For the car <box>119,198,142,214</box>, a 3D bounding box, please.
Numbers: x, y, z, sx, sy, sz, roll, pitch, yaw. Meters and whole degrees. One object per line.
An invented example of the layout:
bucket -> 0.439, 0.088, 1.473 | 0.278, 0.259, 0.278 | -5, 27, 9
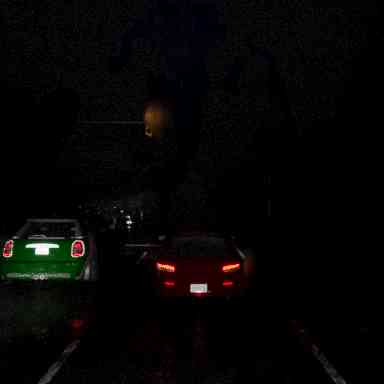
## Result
car -> -6.879, 1.601, 34.953 | 1.895, 1.301, 4.718 | 0, 0, 0

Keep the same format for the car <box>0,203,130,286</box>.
car -> -3.361, 1.352, 9.611 | 2.097, 1.767, 4.553 | 0, 0, 0

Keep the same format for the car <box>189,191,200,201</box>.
car -> 0.578, 0.845, 66.640 | 2.097, 1.767, 4.553 | 0, 3, 0

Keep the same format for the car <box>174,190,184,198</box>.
car -> -2.942, 0.510, 76.509 | 2.128, 1.511, 4.902 | 0, 3, 0

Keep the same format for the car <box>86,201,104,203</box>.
car -> -10.383, 1.601, 35.199 | 1.895, 1.301, 4.718 | 0, 0, 1

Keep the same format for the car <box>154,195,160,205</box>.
car -> -6.682, 1.389, 57.753 | 1.837, 1.490, 4.892 | 0, 3, 0

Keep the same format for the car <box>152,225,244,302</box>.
car -> 0.131, 1.526, 8.145 | 1.812, 1.442, 4.674 | 0, 0, 0

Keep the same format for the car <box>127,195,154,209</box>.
car -> -6.804, 1.491, 44.114 | 2.128, 1.511, 4.902 | 0, 0, 0

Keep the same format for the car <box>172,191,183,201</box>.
car -> -2.924, 0.985, 66.399 | 1.882, 1.535, 5.008 | 0, 3, 1

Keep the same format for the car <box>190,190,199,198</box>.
car -> 0.561, 0.473, 76.719 | 1.837, 1.490, 4.892 | 0, 3, 0
